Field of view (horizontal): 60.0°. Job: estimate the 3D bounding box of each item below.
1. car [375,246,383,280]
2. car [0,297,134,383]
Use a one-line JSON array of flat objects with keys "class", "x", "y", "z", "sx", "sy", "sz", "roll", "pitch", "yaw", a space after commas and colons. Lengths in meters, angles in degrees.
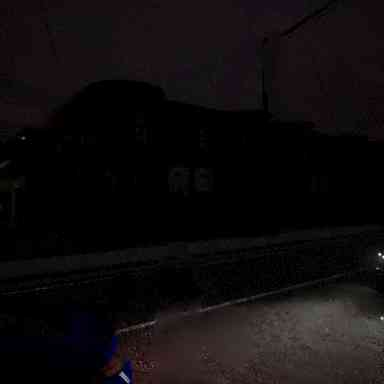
[{"class": "car", "x": 6.817, "y": 1.600, "z": 9.009, "sx": 4.902, "sy": 1.511, "sz": 2.128, "roll": 1, "pitch": 0, "yaw": -36}, {"class": "car", "x": -2.656, "y": 1.522, "z": 2.058, "sx": 4.674, "sy": 1.442, "sz": 1.812, "roll": 1, "pitch": -1, "yaw": -36}]
